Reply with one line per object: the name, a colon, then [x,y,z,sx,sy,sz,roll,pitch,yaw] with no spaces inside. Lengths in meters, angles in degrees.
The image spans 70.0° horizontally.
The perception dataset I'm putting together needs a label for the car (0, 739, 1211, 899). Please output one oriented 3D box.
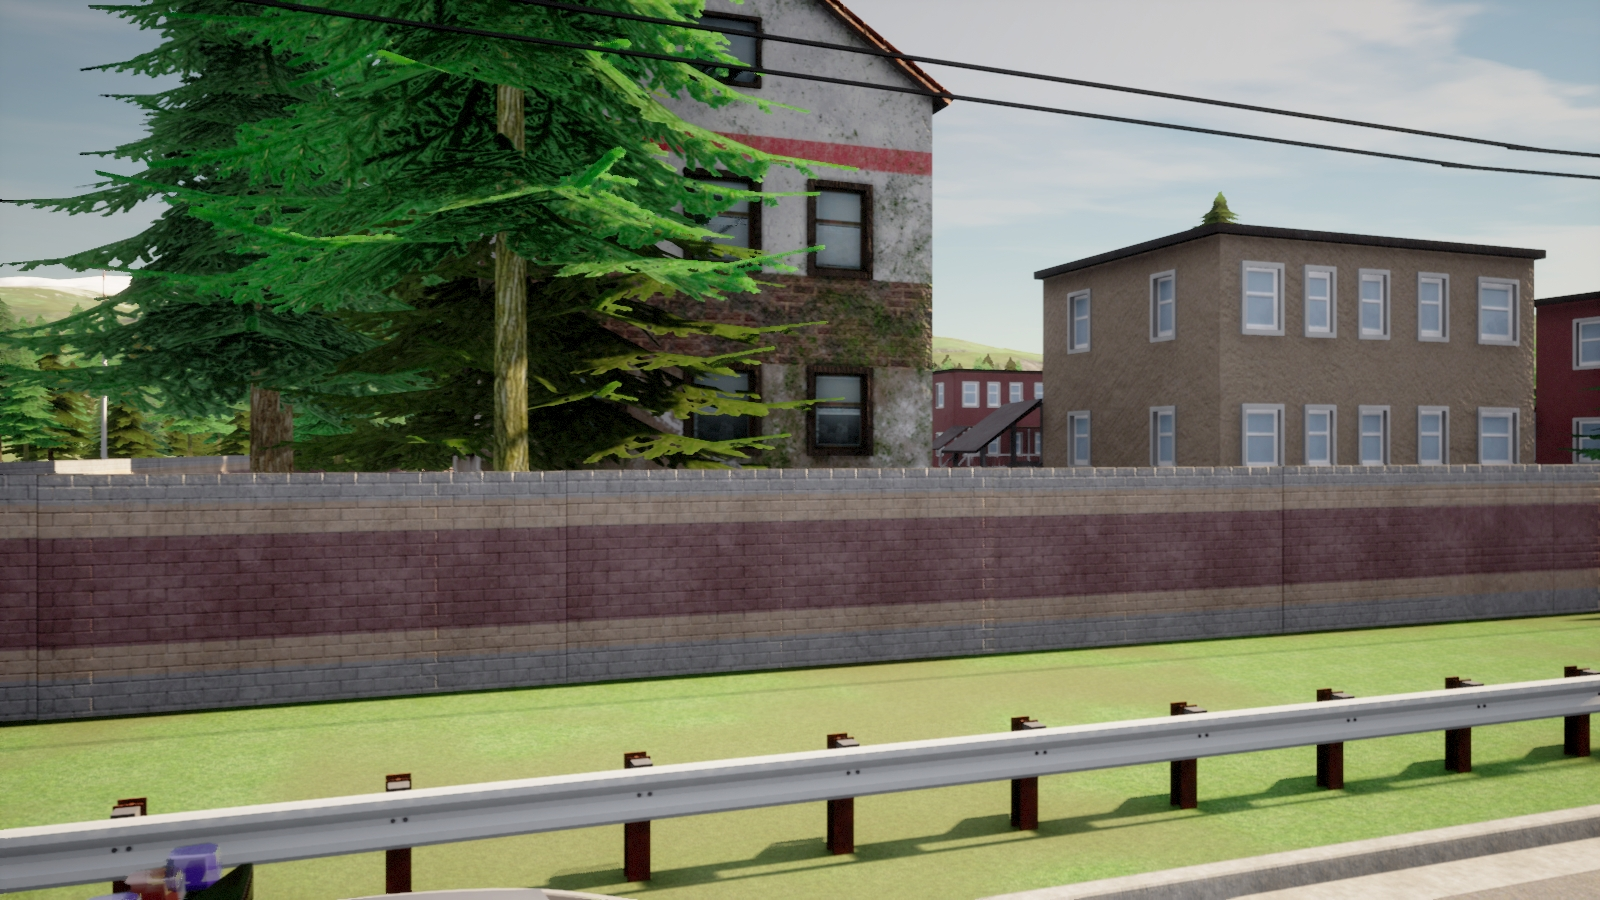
car: [-1.638,1.982,2.706,5.238,1.638,2.097,0,0,-20]
